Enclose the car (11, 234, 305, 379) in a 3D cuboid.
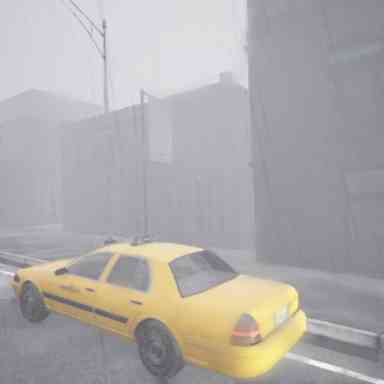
[{"bbox_3d":[-1.002,1.475,5.511,5.366,1.575,1.801,0,0,36],"label":"car"}]
